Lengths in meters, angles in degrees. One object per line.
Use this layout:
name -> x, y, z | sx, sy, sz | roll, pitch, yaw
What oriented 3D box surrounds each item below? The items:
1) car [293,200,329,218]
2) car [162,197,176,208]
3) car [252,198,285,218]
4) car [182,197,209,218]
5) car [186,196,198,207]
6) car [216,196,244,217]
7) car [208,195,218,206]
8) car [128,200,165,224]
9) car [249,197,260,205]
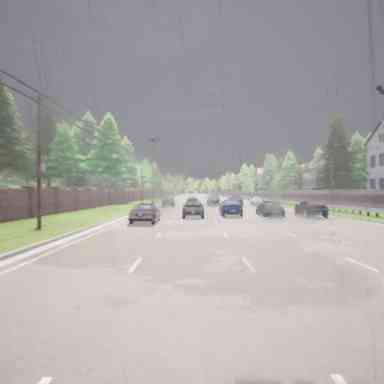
car -> 10.613, 1.500, 29.914 | 1.837, 1.490, 4.892 | 0, 0, 0
car -> -3.457, 1.500, 49.393 | 1.837, 1.490, 4.892 | 0, 1, 0
car -> 7.113, 1.559, 30.536 | 1.994, 1.385, 4.181 | 0, 0, 0
car -> 0.113, 1.487, 29.854 | 2.128, 1.511, 4.902 | 0, 0, 0
car -> 0.083, 1.499, 53.676 | 1.837, 1.490, 4.892 | 0, 1, 0
car -> 3.613, 1.473, 31.538 | 1.882, 1.535, 5.008 | 0, 0, 0
car -> 3.591, 1.342, 55.115 | 2.097, 1.767, 4.553 | 0, 0, 0
car -> -3.390, 1.544, 24.414 | 2.033, 1.411, 5.357 | 0, 0, 0
car -> 10.589, 1.517, 54.979 | 1.812, 1.442, 4.674 | 0, 0, 0
